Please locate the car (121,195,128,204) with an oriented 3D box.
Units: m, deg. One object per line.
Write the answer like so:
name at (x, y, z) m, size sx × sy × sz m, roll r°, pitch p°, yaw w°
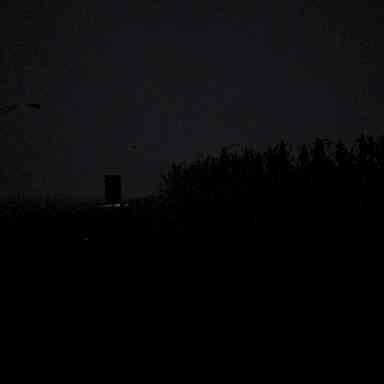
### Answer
car at (-11.229, 1.160, 52.393) m, size 2.033 × 1.411 × 5.357 m, roll -1°, pitch 1°, yaw -4°
